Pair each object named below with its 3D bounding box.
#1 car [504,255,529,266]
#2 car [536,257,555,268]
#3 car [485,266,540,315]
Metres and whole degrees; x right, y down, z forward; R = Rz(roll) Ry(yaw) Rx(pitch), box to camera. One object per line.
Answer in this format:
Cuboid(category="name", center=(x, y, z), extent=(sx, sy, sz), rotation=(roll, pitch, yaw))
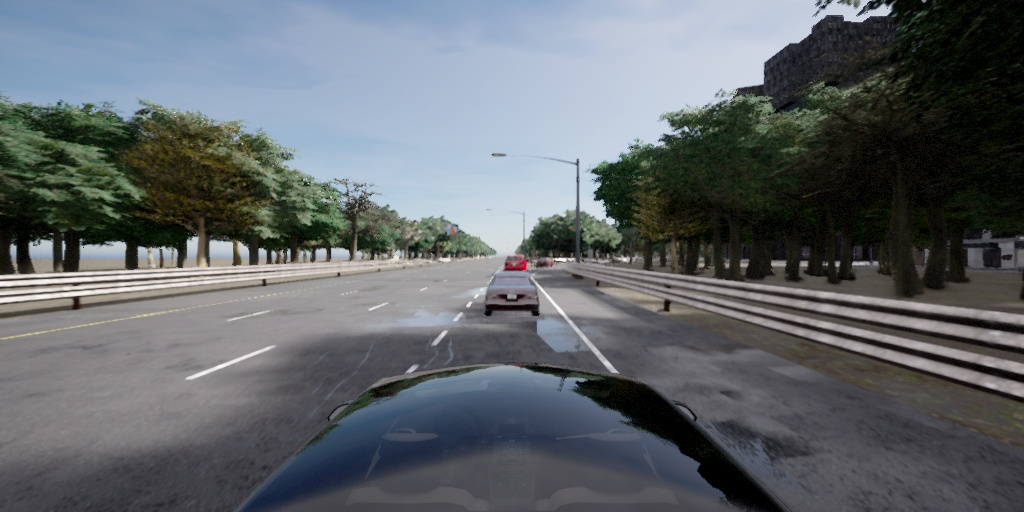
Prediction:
Cuboid(category="car", center=(0.495, 0.930, 37.288), extent=(2.150, 2.045, 5.566), rotation=(0, 0, 6))
Cuboid(category="car", center=(5.527, 1.028, 58.609), extent=(2.097, 1.767, 4.553), rotation=(0, 0, 21))
Cuboid(category="car", center=(0.000, 1.283, 13.392), extent=(2.033, 1.411, 5.357), rotation=(0, 0, 0))
